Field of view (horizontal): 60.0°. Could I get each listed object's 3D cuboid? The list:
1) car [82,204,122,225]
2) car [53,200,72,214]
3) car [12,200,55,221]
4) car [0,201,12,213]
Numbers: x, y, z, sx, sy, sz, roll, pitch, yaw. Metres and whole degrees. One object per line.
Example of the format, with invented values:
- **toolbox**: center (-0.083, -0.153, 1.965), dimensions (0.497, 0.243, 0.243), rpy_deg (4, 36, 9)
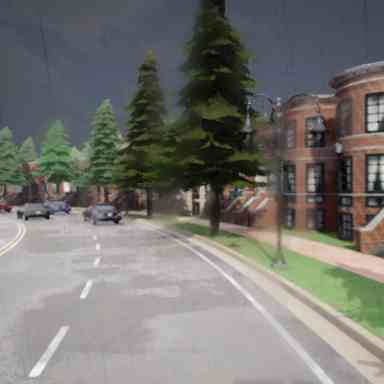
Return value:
- **car**: center (-6.606, 1.540, 24.118), dimensions (2.033, 1.411, 5.357), rpy_deg (0, 0, -29)
- **car**: center (-14.284, 1.561, 34.389), dimensions (2.033, 1.411, 5.357), rpy_deg (0, 0, -43)
- **car**: center (-13.402, 1.584, 27.990), dimensions (1.994, 1.385, 4.181), rpy_deg (0, 0, -37)
- **car**: center (-21.503, 1.646, 36.275), dimensions (4.718, 1.301, 1.895), rpy_deg (0, 0, 39)
